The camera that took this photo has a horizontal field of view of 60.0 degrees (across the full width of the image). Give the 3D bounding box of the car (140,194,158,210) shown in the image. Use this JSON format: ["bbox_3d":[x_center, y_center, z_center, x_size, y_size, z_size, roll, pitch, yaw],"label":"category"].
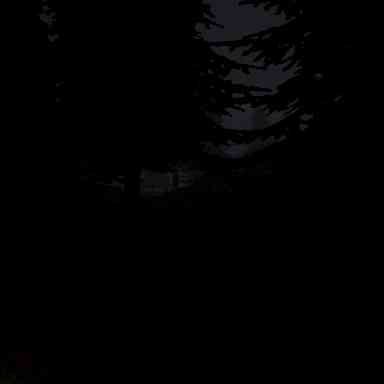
[{"bbox_3d":[-6.466,1.206,39.262,2.150,2.045,5.566,0,0,37],"label":"car"}]
